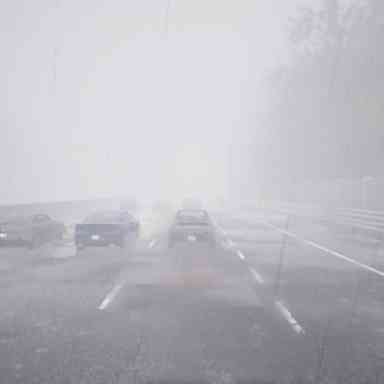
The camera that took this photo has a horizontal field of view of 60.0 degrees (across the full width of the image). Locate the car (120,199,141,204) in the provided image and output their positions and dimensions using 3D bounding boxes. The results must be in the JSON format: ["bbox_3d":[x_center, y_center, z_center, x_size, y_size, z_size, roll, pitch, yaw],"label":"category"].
[{"bbox_3d":[-7.005,1.544,37.633,1.837,1.490,4.892,0,0,0],"label":"car"}]

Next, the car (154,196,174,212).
[{"bbox_3d":[-3.505,1.588,40.012,2.033,1.411,5.357,0,0,0],"label":"car"}]

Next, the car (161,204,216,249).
[{"bbox_3d":[-0.002,1.507,14.649,2.128,1.511,4.902,0,0,0],"label":"car"}]

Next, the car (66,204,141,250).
[{"bbox_3d":[-3.504,1.492,14.509,1.882,1.535,5.008,0,0,0],"label":"car"}]

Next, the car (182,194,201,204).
[{"bbox_3d":[-0.007,1.392,40.060,2.097,1.767,4.553,0,0,0],"label":"car"}]

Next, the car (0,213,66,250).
[{"bbox_3d":[-7.003,1.578,14.335,1.994,1.385,4.181,0,0,0],"label":"car"}]
